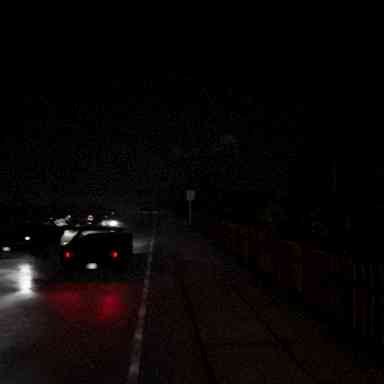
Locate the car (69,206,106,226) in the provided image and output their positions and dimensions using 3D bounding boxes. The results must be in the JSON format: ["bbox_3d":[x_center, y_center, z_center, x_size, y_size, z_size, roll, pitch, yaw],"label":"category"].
[{"bbox_3d":[-8.358,1.904,25.991,2.097,1.767,4.553,1,-1,-6],"label":"car"}]

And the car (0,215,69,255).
[{"bbox_3d":[-7.204,1.886,14.723,1.895,1.301,4.718,1,-1,-6],"label":"car"}]

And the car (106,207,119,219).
[{"bbox_3d":[-9.637,2.454,38.661,1.895,1.301,4.718,1,-1,-5],"label":"car"}]

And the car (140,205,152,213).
[{"bbox_3d":[-7.820,2.894,56.824,1.994,1.385,4.181,1,-1,-6],"label":"car"}]

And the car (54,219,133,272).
[{"bbox_3d":[-3.105,1.862,11.668,1.895,1.301,4.718,1,-1,-7],"label":"car"}]

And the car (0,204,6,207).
[{"bbox_3d":[-27.791,2.347,46.745,1.812,1.442,4.674,1,-2,-1],"label":"car"}]
